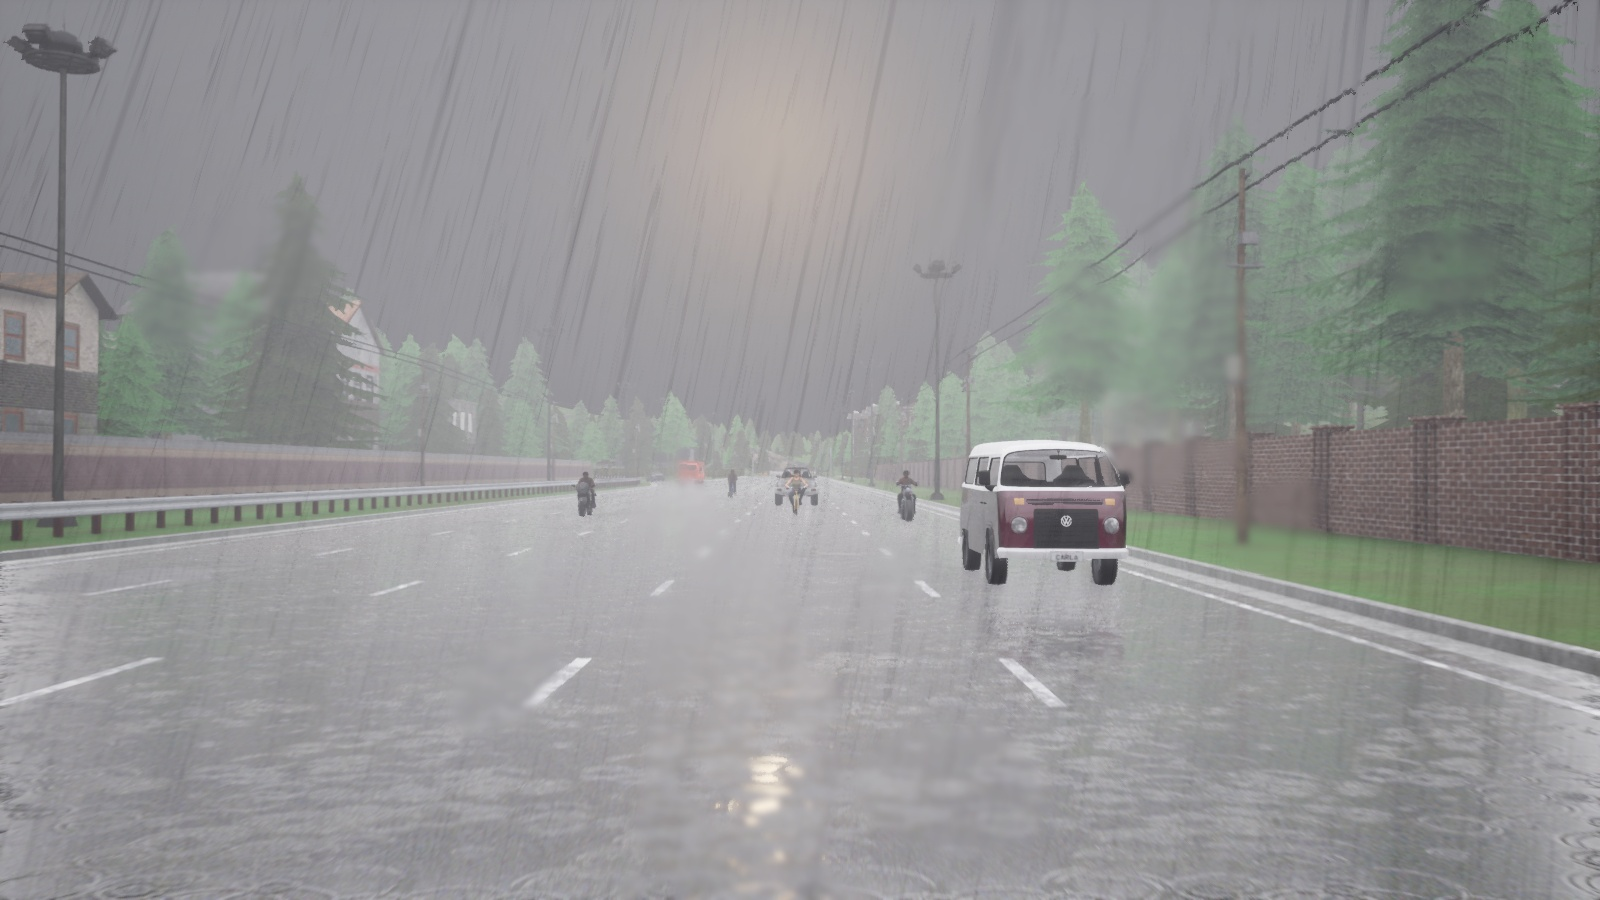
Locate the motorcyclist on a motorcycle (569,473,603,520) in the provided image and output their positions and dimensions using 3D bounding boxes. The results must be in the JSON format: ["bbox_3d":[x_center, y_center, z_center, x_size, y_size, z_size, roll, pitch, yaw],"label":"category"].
[{"bbox_3d":[-7.101,1.524,41.751,0.797,1.523,2.044,0,-1,0],"label":"motorcyclist on a motorcycle"}]

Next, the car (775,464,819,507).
[{"bbox_3d":[-0.139,1.594,57.482,1.932,1.855,4.605,0,-1,0],"label":"car"}]

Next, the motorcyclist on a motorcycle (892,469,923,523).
[{"bbox_3d":[3.404,1.417,39.771,0.766,1.649,2.350,0,-1,0],"label":"motorcyclist on a motorcycle"}]

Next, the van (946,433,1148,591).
[{"bbox_3d":[3.454,0.834,18.501,2.069,2.038,4.480,0,-1,0],"label":"van"}]
